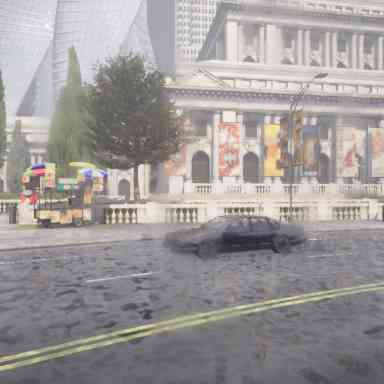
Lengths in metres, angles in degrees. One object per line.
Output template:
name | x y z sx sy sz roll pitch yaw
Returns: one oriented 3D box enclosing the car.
car | 1.678 1.547 12.311 5.357 1.411 2.033 0 0 -22
